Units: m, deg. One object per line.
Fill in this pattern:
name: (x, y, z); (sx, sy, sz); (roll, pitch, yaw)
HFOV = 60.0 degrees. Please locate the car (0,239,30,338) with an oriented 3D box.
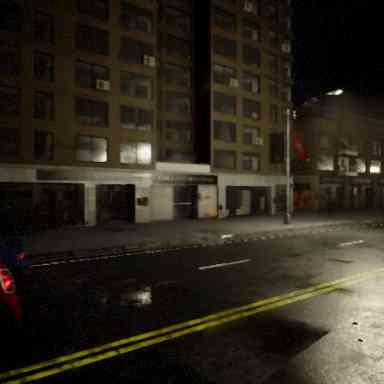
car: (-4.796, 1.354, 4.255); (4.553, 1.767, 2.097); (0, 0, -35)

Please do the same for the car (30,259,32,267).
car: (-6.435, 1.549, 7.080); (5.357, 1.411, 2.033); (0, 0, -35)
